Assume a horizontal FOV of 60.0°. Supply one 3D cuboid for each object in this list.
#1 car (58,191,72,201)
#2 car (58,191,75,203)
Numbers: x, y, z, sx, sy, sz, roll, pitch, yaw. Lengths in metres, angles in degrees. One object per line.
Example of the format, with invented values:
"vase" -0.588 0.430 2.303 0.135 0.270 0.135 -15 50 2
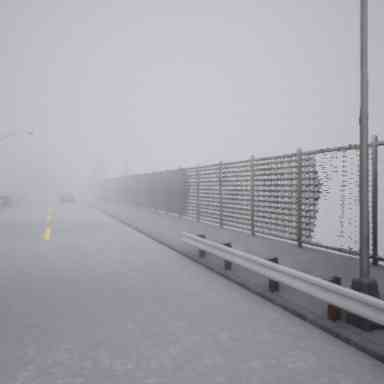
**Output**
"car" -20.785 0.582 54.221 1.994 1.385 4.181 -1 1 -23
"car" -16.900 0.744 44.943 1.994 1.385 4.181 -1 1 -23
